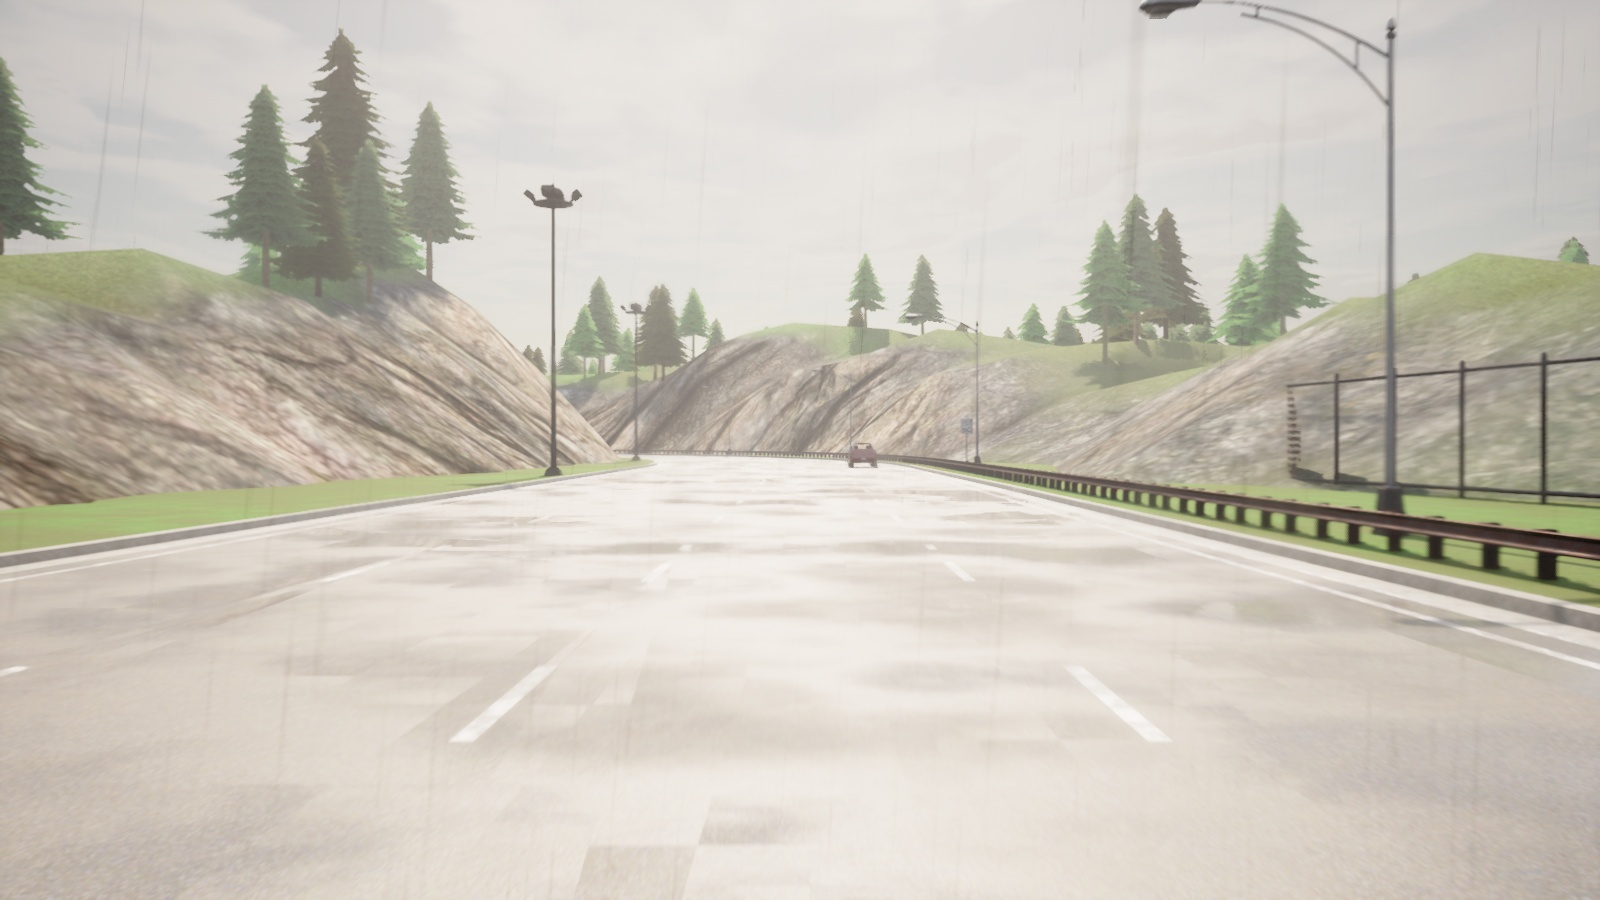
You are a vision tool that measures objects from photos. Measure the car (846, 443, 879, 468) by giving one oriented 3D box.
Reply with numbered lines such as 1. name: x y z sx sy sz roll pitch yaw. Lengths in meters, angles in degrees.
1. car: 3.813 0.334 76.994 1.845 1.501 3.633 0 0 -1
